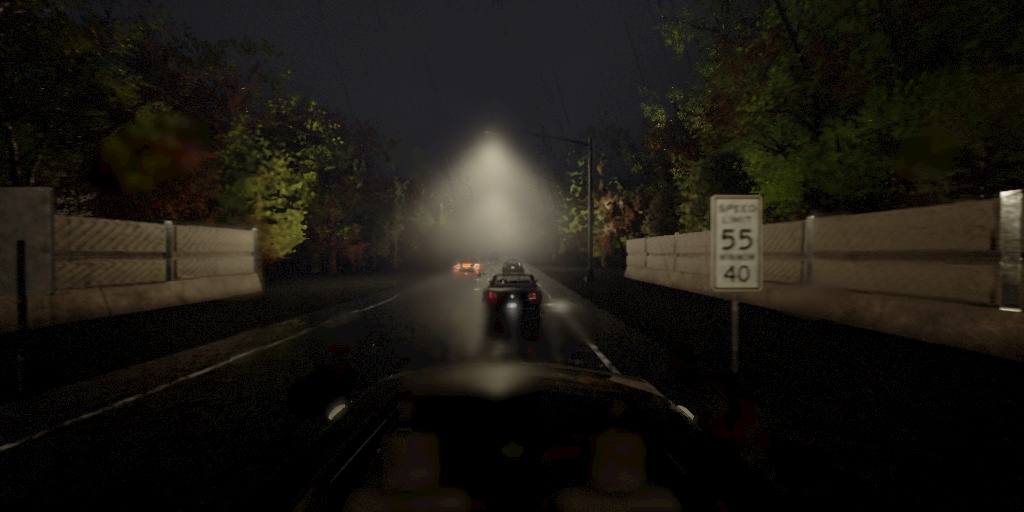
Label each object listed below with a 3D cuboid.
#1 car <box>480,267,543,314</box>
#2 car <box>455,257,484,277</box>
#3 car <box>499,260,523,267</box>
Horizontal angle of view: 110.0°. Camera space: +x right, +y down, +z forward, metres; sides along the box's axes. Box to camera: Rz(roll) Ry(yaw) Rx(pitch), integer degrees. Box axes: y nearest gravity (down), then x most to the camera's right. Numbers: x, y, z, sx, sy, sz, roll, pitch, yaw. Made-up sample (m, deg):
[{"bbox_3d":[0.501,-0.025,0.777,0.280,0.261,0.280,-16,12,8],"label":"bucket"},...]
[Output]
[{"bbox_3d":[0.057,1.256,13.247,1.895,1.301,4.718,0,0,0],"label":"car"},{"bbox_3d":[-3.599,0.856,30.874,2.097,1.767,4.553,0,1,0],"label":"car"},{"bbox_3d":[0.083,1.031,34.897,1.994,1.385,4.181,0,1,0],"label":"car"}]
